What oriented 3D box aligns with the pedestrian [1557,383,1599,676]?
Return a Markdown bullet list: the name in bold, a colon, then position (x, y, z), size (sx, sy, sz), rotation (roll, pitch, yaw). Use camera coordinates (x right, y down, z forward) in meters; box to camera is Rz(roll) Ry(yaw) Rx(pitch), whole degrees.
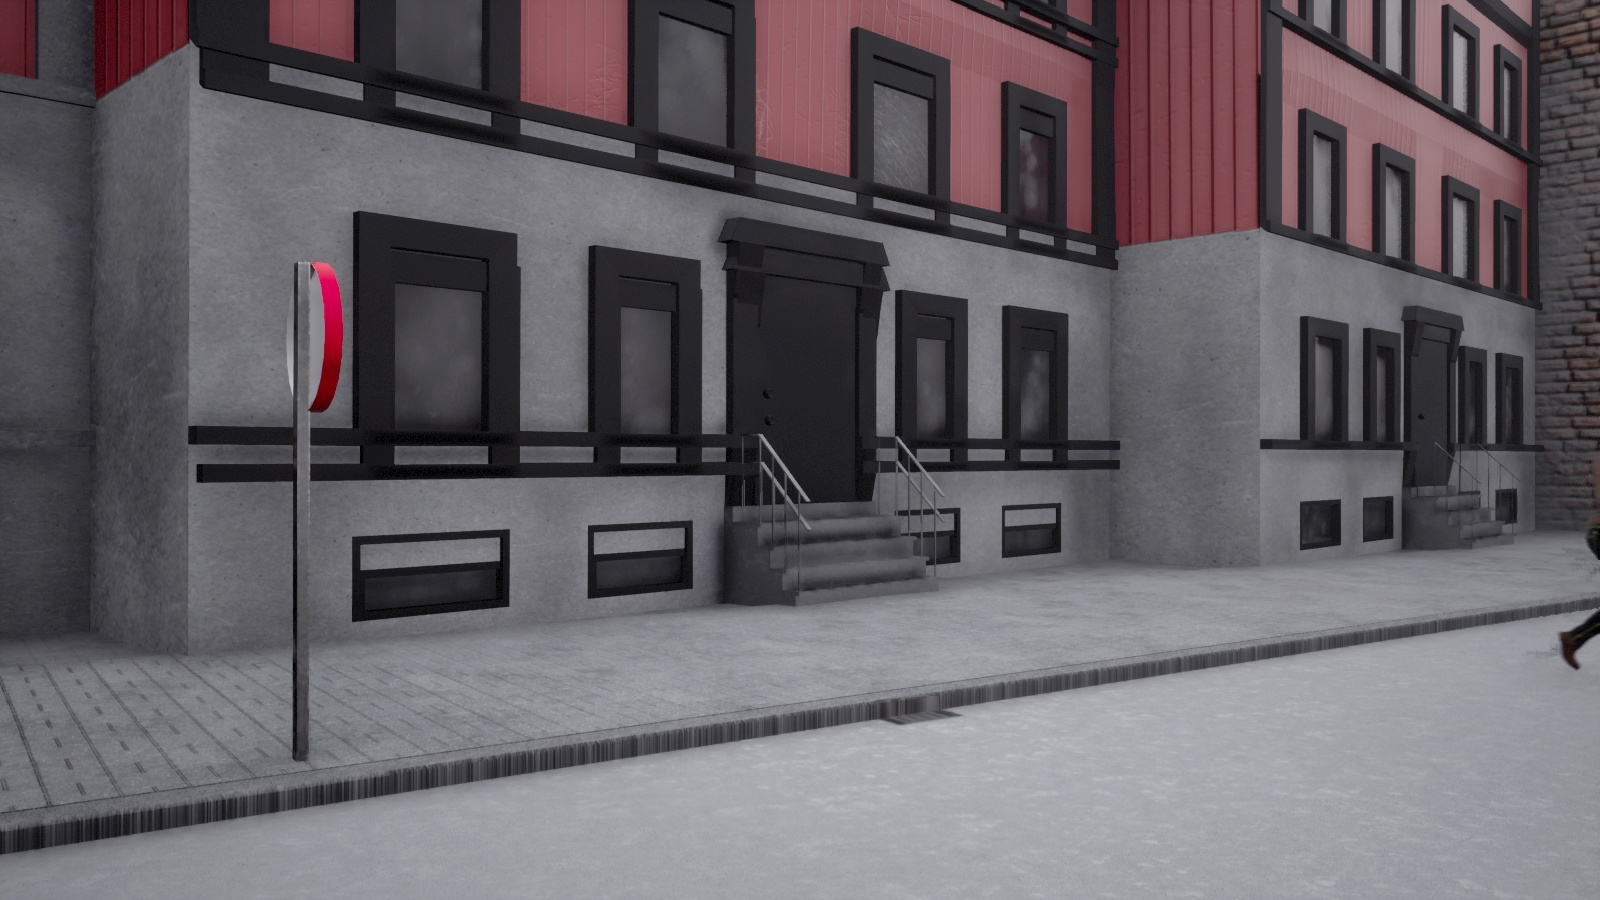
- **pedestrian**: position (5.206, 0.501, 7.983), size (0.634, 1.846, 0.331), rotation (0, 0, 38)
